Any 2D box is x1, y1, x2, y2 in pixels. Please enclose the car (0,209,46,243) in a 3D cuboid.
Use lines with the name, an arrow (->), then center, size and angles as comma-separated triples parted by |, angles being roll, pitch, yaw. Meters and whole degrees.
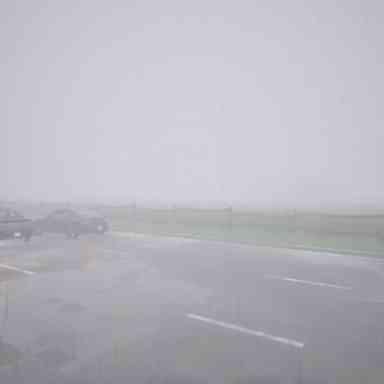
car -> -8.918, 1.473, 14.653 | 4.902, 1.511, 2.128 | 0, 0, 36

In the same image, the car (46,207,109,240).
car -> -6.217, 1.509, 17.008 | 4.674, 1.442, 1.812 | 0, 0, 35
